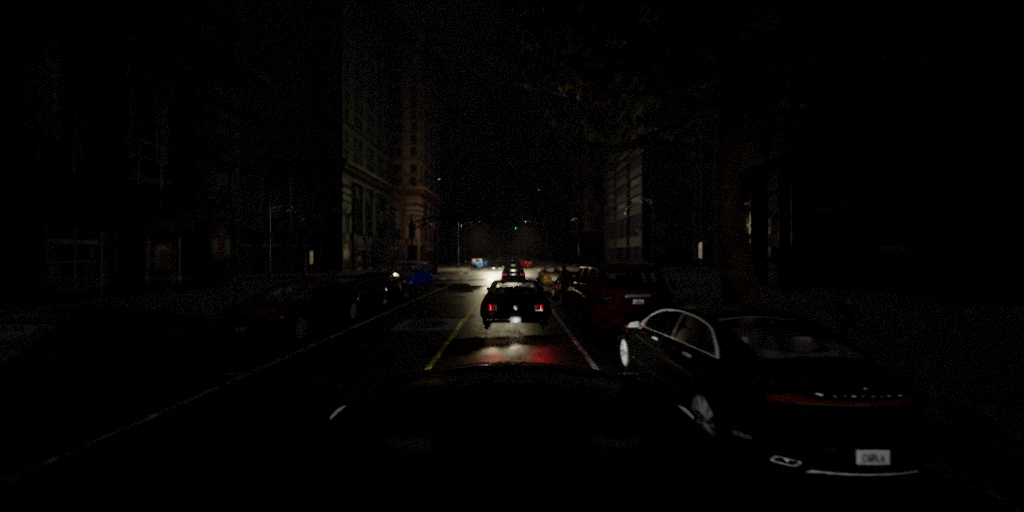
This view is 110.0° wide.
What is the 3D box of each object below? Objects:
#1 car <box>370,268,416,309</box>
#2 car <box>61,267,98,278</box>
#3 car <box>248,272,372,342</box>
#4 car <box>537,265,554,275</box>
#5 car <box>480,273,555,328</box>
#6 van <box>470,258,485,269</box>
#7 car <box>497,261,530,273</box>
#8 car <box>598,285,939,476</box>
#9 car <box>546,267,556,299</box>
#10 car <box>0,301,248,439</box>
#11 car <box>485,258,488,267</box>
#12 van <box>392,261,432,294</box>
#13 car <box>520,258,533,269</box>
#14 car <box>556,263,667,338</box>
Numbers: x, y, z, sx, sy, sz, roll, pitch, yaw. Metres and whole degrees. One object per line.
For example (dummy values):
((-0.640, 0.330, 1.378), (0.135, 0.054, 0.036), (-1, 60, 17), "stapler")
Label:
((-5.763, 1.361, 15.269), (1.948, 1.339, 4.313), (0, 0, 0), "car")
((-44.754, 1.988, 37.991), (4.553, 1.767, 2.097), (-1, 0, 1), "car")
((-5.763, 1.322, 9.856), (1.888, 1.381, 4.507), (0, 0, 0), "car")
((2.767, 1.357, 26.251), (1.751, 1.417, 4.829), (0, 0, 0), "car")
((0.100, 1.383, 11.552), (1.895, 1.301, 4.718), (0, 0, 0), "car")
((-5.781, 1.299, 58.666), (1.690, 1.789, 3.998), (0, 0, 0), "van")
((0.098, 1.388, 28.355), (2.033, 1.411, 5.357), (0, 0, 0), "car")
((2.763, 1.310, 4.923), (2.007, 1.370, 4.403), (0, 0, 0), "car")
((2.762, 1.340, 15.501), (1.888, 1.381, 4.507), (0, 0, 0), "car")
((-5.762, 1.341, 4.443), (1.802, 1.307, 4.207), (0, 0, 0), "car")
((-5.780, 1.526, 64.191), (1.888, 1.381, 4.507), (0, 0, 0), "car")
((-5.764, 1.154, 20.682), (1.690, 1.789, 3.998), (0, 0, 0), "van")
((2.775, 1.526, 64.173), (1.888, 1.381, 4.507), (0, 0, 0), "car")
((2.762, 1.092, 10.212), (2.192, 1.841, 5.009), (0, 0, 0), "car")
